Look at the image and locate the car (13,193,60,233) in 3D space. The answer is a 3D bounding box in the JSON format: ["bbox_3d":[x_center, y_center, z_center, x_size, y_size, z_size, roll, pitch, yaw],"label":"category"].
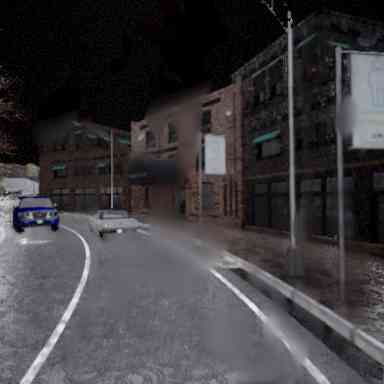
[{"bbox_3d":[-9.645,1.268,20.416,2.150,2.045,5.566,0,-1,-31],"label":"car"}]

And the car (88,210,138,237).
[{"bbox_3d":[-4.489,1.641,18.314,1.895,1.301,4.718,0,0,-25],"label":"car"}]

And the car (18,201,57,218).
[{"bbox_3d":[-14.938,1.642,32.077,4.181,1.385,1.994,0,-1,43],"label":"car"}]
